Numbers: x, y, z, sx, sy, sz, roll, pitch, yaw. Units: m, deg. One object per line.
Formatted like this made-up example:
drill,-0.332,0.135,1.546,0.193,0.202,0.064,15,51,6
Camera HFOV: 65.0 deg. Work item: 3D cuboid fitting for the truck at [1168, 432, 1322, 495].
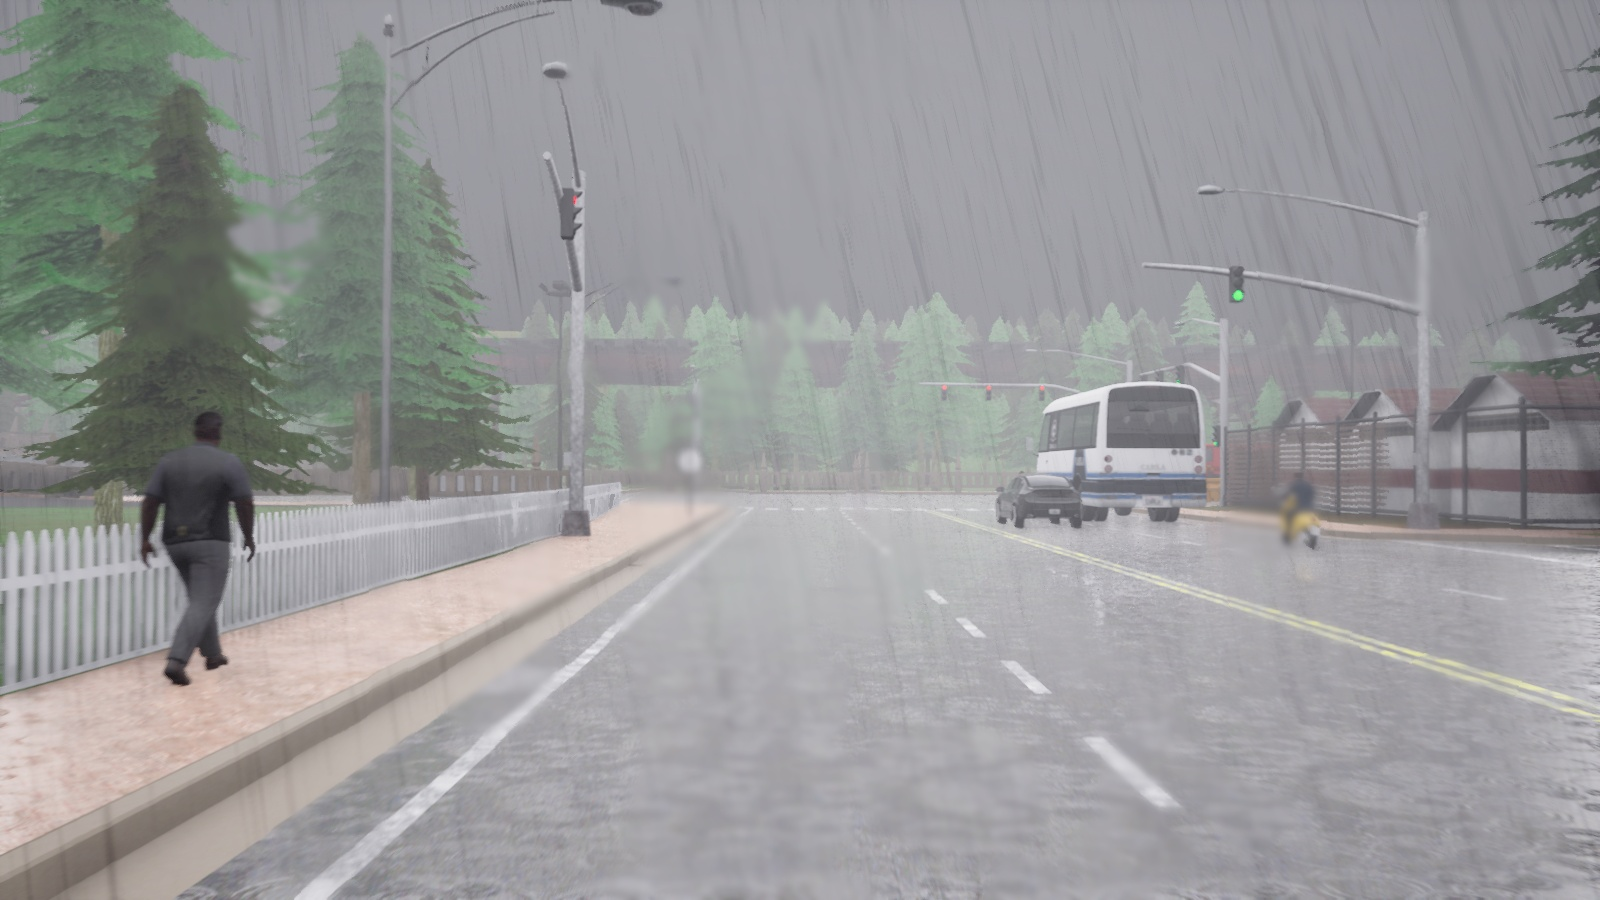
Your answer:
truck,27.513,0.844,77.891,8.468,3.827,2.891,0,-1,-2

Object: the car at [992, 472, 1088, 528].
car,6.910,1.405,36.631,1.837,1.490,4.892,0,-1,0

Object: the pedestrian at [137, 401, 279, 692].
pedestrian,-4.026,0.633,8.595,0.563,1.883,0.849,0,-1,0

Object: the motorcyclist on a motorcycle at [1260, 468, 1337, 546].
motorcyclist on a motorcycle,10.435,1.167,26.350,0.866,1.590,1.817,0,-1,0

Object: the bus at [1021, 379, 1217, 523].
bus,10.389,0.108,42.486,3.944,4.253,10.273,0,-1,0
